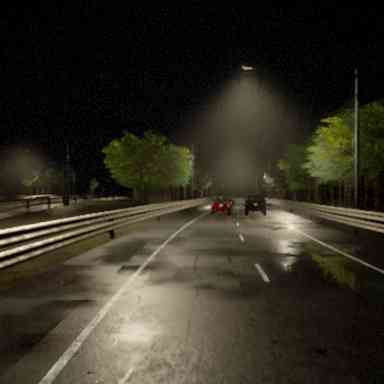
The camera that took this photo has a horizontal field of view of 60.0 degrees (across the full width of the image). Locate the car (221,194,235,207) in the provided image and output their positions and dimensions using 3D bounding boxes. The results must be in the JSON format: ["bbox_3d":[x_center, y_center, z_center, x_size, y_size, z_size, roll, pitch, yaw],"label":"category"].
[{"bbox_3d":[6.081,1.405,56.239,2.150,2.045,5.566,0,0,8],"label":"car"}]

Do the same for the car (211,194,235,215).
[{"bbox_3d":[3.244,1.453,36.206,2.097,1.767,4.553,0,0,9],"label":"car"}]

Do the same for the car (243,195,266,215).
[{"bbox_3d":[6.640,1.337,35.273,2.150,2.045,5.566,0,0,9],"label":"car"}]

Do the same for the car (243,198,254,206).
[{"bbox_3d":[10.078,1.812,59.512,1.895,1.301,4.718,0,0,8],"label":"car"}]
